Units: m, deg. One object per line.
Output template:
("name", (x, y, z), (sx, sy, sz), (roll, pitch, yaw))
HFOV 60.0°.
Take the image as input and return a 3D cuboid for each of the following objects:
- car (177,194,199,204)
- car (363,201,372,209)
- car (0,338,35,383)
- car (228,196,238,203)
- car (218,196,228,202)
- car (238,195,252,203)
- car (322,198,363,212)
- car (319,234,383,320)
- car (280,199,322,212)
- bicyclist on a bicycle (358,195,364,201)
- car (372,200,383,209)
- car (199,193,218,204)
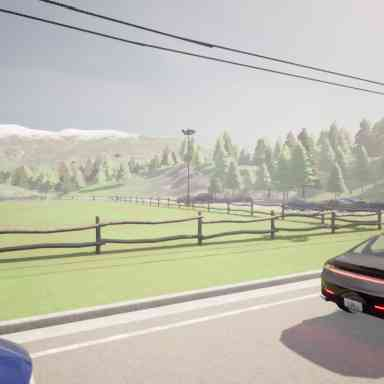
("car", (-1.176, 1.353, 64.086), (2.097, 1.767, 4.553), (0, 0, -28))
("car", (19.149, 1.479, 41.415), (1.882, 1.535, 5.008), (0, 0, -28))
("car", (-3.416, 1.526, 1.792), (4.674, 1.442, 1.812), (0, 0, -29))
("car", (7.267, 1.554, 70.547), (1.994, 1.385, 4.181), (0, 0, -28))
("car", (4.827, 1.565, 67.702), (1.994, 1.385, 4.181), (0, 0, -28))
("car", (10.863, 1.501, 71.255), (1.837, 1.490, 4.892), (0, 0, -28))
("car", (16.580, 1.549, 38.807), (2.033, 1.411, 5.357), (0, 0, -28))
("car", (4.572, 1.492, 6.200), (4.902, 1.511, 2.128), (0, 0, -28))
("car", (12.460, 1.527, 39.065), (1.812, 1.442, 4.674), (0, 0, -28))
("bicyclist on a bicycle", (26.165, 1.305, 51.492), (1.656, 1.620, 0.582), (0, 0, -28))
("car", (23.481, 1.603, 40.761), (1.895, 1.301, 4.718), (0, 0, -28))
("car", (2.177, 1.223, 65.243), (2.150, 2.045, 5.566), (0, 0, -28))
